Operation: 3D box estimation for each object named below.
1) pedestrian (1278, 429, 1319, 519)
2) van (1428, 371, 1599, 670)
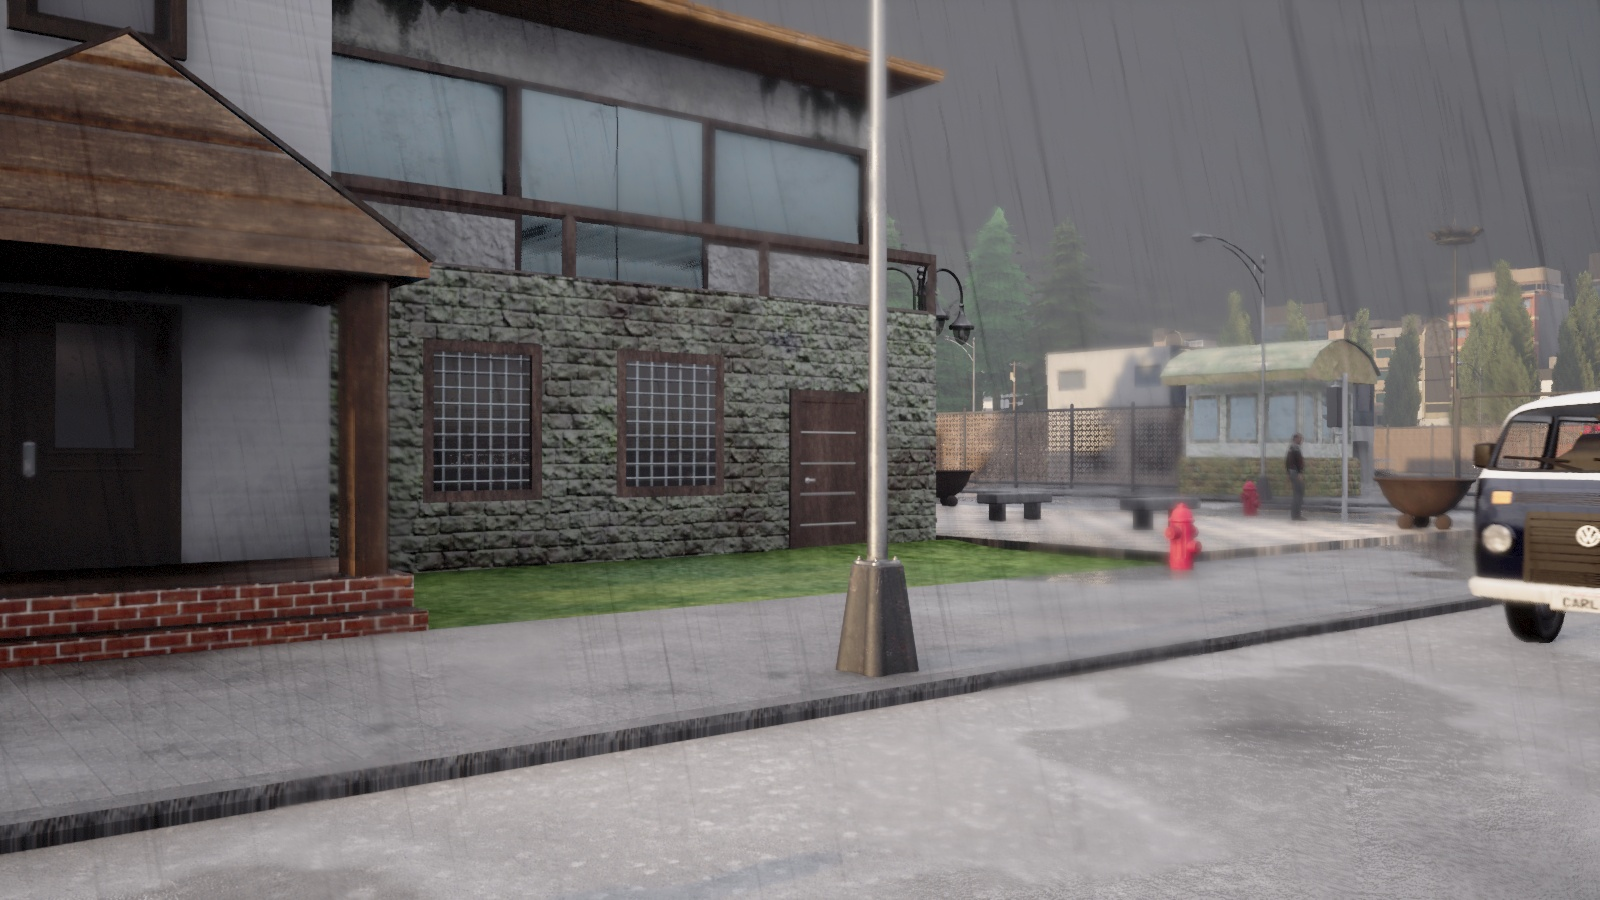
[{"bbox_3d":[10.351,0.493,26.090,0.720,1.854,0.376,0,0,8],"label":"pedestrian"},{"bbox_3d":[7.137,0.478,10.041,4.480,2.038,2.069,0,0,-38],"label":"van"}]
